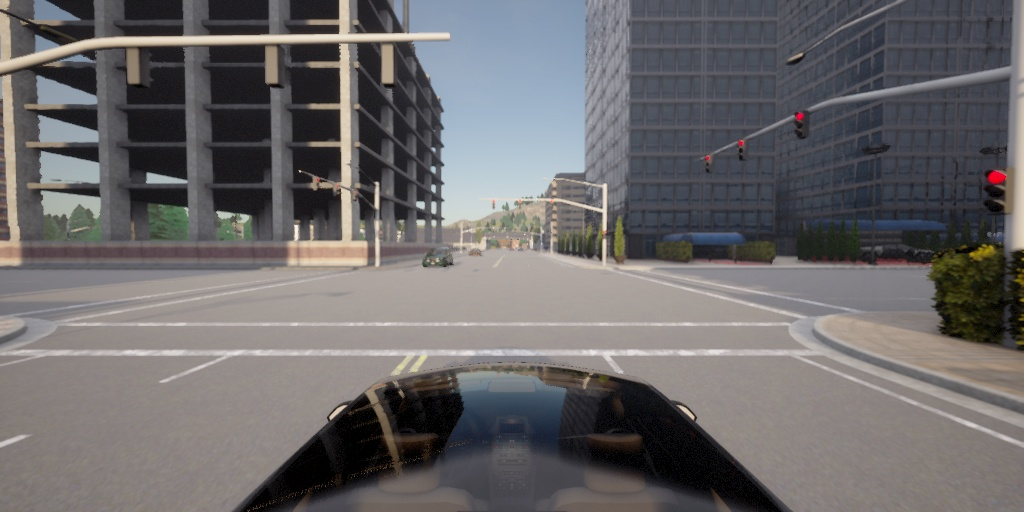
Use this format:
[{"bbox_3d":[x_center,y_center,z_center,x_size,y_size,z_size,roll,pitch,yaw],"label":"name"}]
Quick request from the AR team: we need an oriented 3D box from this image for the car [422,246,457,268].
[{"bbox_3d":[-7.007,0.176,34.451,2.150,2.045,5.566,0,3,0],"label":"car"}]
